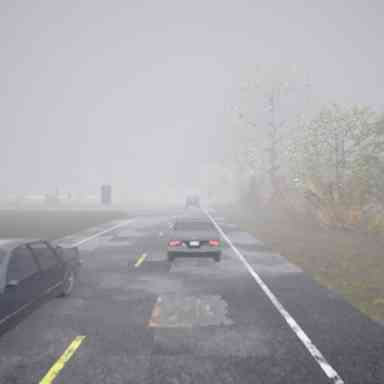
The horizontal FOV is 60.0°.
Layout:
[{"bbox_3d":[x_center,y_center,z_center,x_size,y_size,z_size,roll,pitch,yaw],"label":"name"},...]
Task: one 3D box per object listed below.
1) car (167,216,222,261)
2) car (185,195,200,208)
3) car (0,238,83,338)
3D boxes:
[{"bbox_3d":[0.085,1.638,12.679,2.033,1.411,5.357,0,0,0],"label":"car"},{"bbox_3d":[0.121,1.556,53.606,2.150,2.045,5.566,0,-1,0],"label":"car"},{"bbox_3d":[-3.594,1.591,5.958,2.033,1.411,5.357,0,0,0],"label":"car"}]
